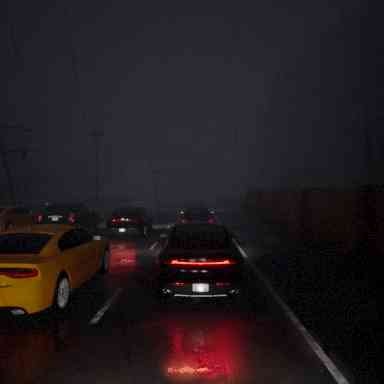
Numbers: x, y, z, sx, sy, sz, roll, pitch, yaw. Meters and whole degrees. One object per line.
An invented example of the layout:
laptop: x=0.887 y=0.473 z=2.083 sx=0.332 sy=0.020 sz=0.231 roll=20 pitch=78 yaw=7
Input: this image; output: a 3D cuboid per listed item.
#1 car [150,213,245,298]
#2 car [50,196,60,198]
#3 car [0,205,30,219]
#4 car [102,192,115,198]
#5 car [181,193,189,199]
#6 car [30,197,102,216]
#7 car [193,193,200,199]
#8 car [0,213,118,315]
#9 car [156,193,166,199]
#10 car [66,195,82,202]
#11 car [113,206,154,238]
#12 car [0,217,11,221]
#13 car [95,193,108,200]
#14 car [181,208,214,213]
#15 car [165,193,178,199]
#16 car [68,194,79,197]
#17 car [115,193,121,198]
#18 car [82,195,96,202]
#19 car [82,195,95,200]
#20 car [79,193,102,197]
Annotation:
car: x=0.186 y=1.505 z=8.515 sx=1.837 sy=1.490 sz=4.892 roll=0 pitch=0 yaw=1
car: x=-27.199 y=1.528 z=66.193 sx=1.994 sy=1.385 sz=4.181 roll=0 pitch=0 yaw=1
car: x=-10.199 y=1.478 z=18.474 sx=1.882 sy=1.535 sz=5.008 roll=0 pitch=0 yaw=1
car: x=-20.005 y=1.141 z=75.983 sx=2.150 sy=2.045 sz=5.566 roll=0 pitch=0 yaw=1
car: x=-2.118 y=1.046 z=95.079 sx=2.097 sy=1.767 sz=4.553 roll=0 pitch=1 yaw=1
car: x=-6.698 y=1.352 z=18.462 sx=2.097 sy=1.767 sz=4.553 roll=0 pitch=0 yaw=1
car: x=1.382 y=1.242 z=95.041 sx=1.994 sy=1.385 sz=4.181 roll=0 pitch=1 yaw=1
car: x=-3.324 y=1.478 z=7.691 sx=1.882 sy=1.535 sz=5.008 roll=0 pitch=0 yaw=1
car: x=-9.125 y=1.170 z=94.839 sx=1.882 sy=1.535 sz=5.008 roll=0 pitch=1 yaw=1
car: x=-27.001 y=1.467 z=76.255 sx=1.994 sy=1.385 sz=4.181 roll=0 pitch=0 yaw=1
car: x=-3.203 y=1.505 z=17.770 sx=1.837 sy=1.490 sz=4.892 roll=0 pitch=0 yaw=0
car: x=-6.812 y=1.564 z=8.442 sx=1.994 sy=1.385 sz=4.181 roll=0 pitch=0 yaw=0
car: x=-23.303 y=1.174 z=86.083 sx=2.097 sy=1.767 sz=4.553 roll=0 pitch=1 yaw=1
car: x=0.305 y=1.564 z=18.632 sx=1.994 sy=1.385 sz=4.181 roll=0 pitch=0 yaw=1
car: x=-5.625 y=1.217 z=94.765 sx=2.128 sy=1.511 sz=4.902 roll=0 pitch=1 yaw=1
car: x=-23.699 y=1.330 z=66.162 sx=2.097 sy=1.767 sz=4.553 roll=0 pitch=0 yaw=1
car: x=-19.801 y=1.172 z=86.175 sx=2.097 sy=1.767 sz=4.553 roll=0 pitch=1 yaw=1
car: x=-23.505 y=1.469 z=76.020 sx=1.994 sy=1.385 sz=4.181 roll=0 pitch=0 yaw=1
car: x=-26.799 y=1.411 z=86.344 sx=1.895 sy=1.301 sz=4.718 roll=0 pitch=1 yaw=1
car: x=-20.200 y=1.311 z=66.102 sx=2.097 sy=1.767 sz=4.553 roll=0 pitch=0 yaw=1
